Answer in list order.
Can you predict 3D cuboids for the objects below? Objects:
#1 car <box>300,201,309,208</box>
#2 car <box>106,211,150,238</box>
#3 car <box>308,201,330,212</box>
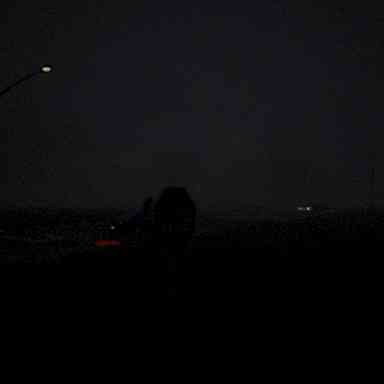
[{"bbox_3d":[24.656,2.581,71.310,1.882,1.535,5.008,0,-1,36],"label":"car"},{"bbox_3d":[-3.071,1.918,20.986,1.882,1.535,5.008,0,-1,36],"label":"car"},{"bbox_3d":[21.165,2.423,54.529,1.837,1.490,4.892,0,-1,36],"label":"car"}]
